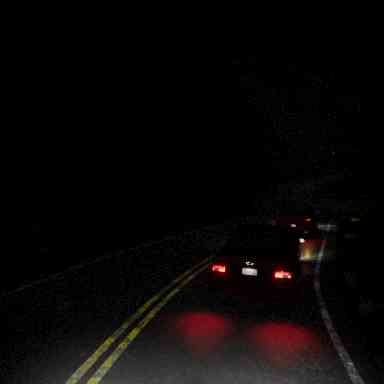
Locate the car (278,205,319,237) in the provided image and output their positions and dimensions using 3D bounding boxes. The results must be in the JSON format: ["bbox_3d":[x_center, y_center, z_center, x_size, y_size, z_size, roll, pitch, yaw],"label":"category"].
[{"bbox_3d":[5.933,1.487,18.483,1.882,1.535,5.008,2,1,23],"label":"car"}]

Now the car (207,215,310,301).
[{"bbox_3d":[1.860,1.549,8.631,2.033,1.411,5.357,2,0,18],"label":"car"}]
